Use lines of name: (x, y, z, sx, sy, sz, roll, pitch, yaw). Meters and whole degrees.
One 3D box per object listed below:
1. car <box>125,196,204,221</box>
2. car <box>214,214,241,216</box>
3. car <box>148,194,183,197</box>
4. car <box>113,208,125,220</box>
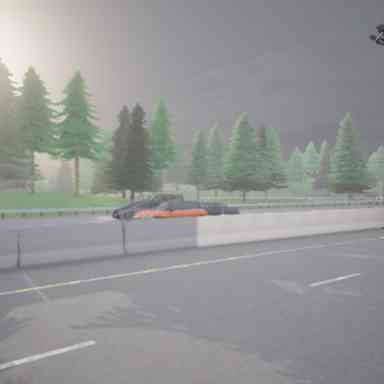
car: (-1.285, 1.323, 19.862, 4.553, 1.767, 2.097, 0, 0, -32)
car: (1.221, 1.507, 25.559, 5.357, 1.411, 2.033, 0, 0, -31)
car: (-3.144, 1.182, 31.099, 5.566, 2.045, 2.150, 0, 0, -31)
car: (-4.111, 1.532, 26.350, 4.181, 1.385, 1.994, 0, 0, -32)
